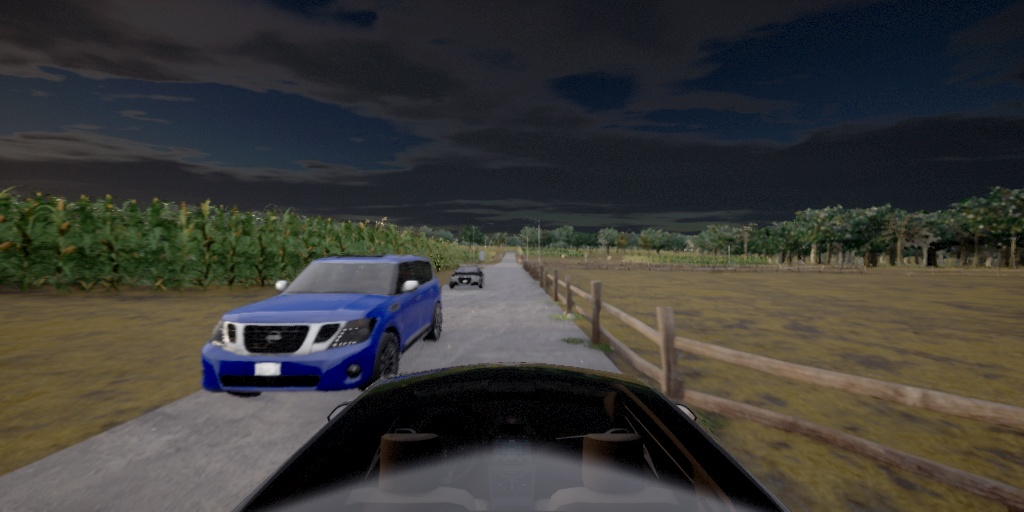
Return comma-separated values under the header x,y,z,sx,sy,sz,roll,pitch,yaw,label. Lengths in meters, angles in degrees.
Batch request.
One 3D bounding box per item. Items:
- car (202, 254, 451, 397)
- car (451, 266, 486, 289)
x,y,z,sx,sy,sz,roll,pitch,yaw,label
-2.817,0.978,6.927,2.150,2.045,5.566,0,0,0,car
-2.799,1.326,23.326,1.994,1.385,4.181,0,0,0,car
